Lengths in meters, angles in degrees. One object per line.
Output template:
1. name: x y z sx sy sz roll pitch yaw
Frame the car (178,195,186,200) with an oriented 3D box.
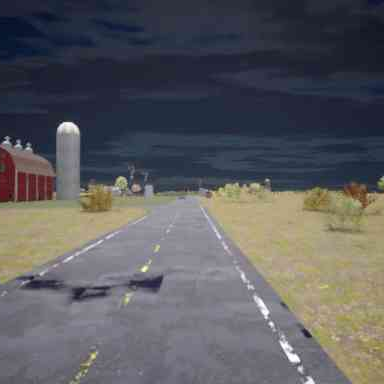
1. car: -2.792 1.560 94.842 1.994 1.385 4.181 0 0 0
